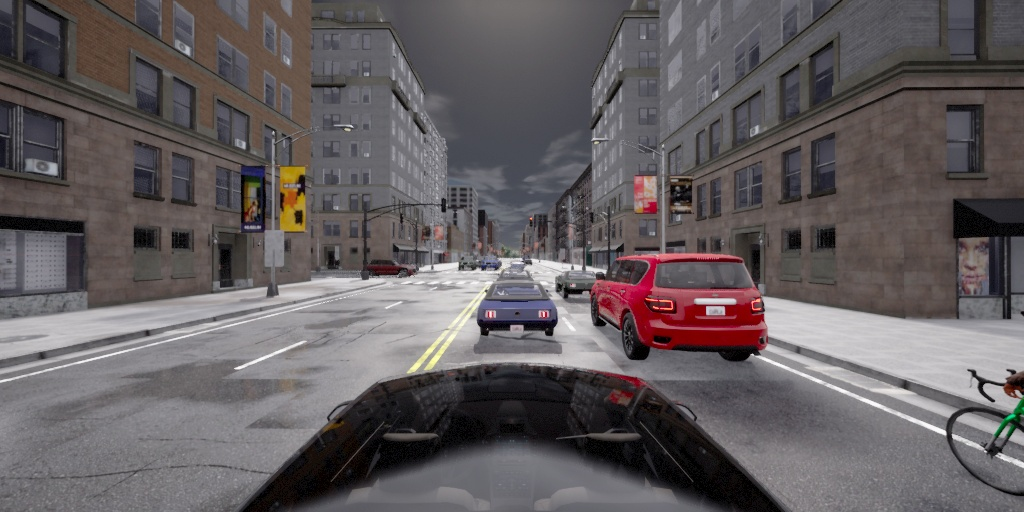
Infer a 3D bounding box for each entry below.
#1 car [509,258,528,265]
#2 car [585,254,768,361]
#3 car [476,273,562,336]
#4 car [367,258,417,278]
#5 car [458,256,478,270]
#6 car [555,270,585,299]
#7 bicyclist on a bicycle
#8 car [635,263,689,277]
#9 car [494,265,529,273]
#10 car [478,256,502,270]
[{"bbox_3d":[0.614,1.314,46.462,2.033,1.411,5.357,0,0,-2],"label":"car"},{"bbox_3d":[3.347,0.973,8.430,2.150,2.045,5.566,0,0,2],"label":"car"},{"bbox_3d":[0.130,1.352,10.355,1.895,1.301,4.718,0,0,0],"label":"car"},{"bbox_3d":[-11.334,1.096,33.730,4.553,1.767,2.097,0,0,0],"label":"car"},{"bbox_3d":[-6.403,0.990,52.060,2.150,2.045,5.566,0,0,0],"label":"car"},{"bbox_3d":[3.309,1.355,18.198,1.895,1.301,4.718,0,0,0],"label":"car"},{"bbox_3d":[4.149,1.203,2.610,0.582,1.620,1.656,0,0,0],"label":"bicyclist on a bicycle"},{"bbox_3d":[15.188,1.411,36.481,4.718,1.301,1.895,0,0,0],"label":"car"},{"bbox_3d":[0.163,1.355,19.459,1.895,1.301,4.718,0,0,0],"label":"car"},{"bbox_3d":[-3.128,0.990,51.761,2.150,2.045,5.566,0,0,2],"label":"car"}]
